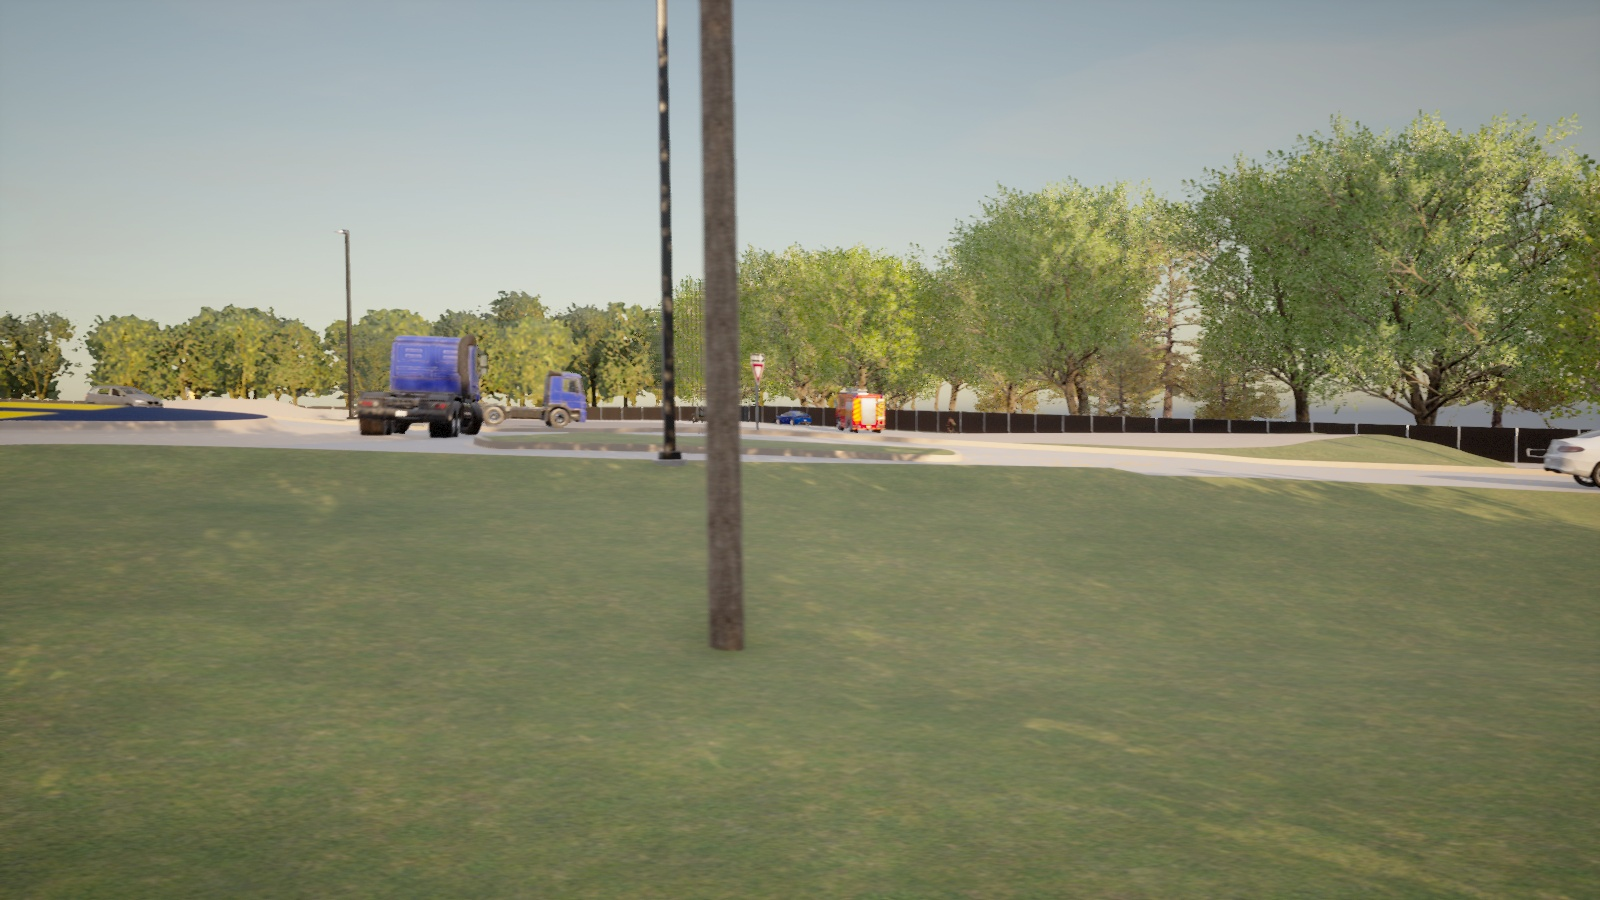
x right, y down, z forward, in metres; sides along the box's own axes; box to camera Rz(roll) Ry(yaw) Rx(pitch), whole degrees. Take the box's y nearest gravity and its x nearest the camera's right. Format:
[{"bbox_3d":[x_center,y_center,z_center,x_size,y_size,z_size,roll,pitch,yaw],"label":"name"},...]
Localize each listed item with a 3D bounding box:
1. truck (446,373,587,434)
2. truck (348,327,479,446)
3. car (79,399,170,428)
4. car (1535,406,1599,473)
[{"bbox_3d":[-17.112,-2.779,75.806,7.936,3.462,2.891,0,2,-20],"label":"truck"},{"bbox_3d":[-12.423,-1.932,41.050,2.891,3.462,7.936,1,1,-8],"label":"truck"},{"bbox_3d":[-40.173,-2.165,74.693,4.611,1.667,2.242,1,1,19],"label":"car"},{"bbox_3d":[18.883,-0.219,27.318,4.674,1.442,1.812,1,2,19],"label":"car"}]
